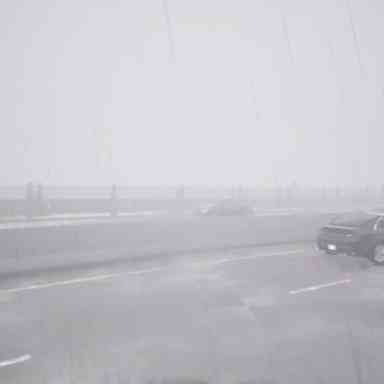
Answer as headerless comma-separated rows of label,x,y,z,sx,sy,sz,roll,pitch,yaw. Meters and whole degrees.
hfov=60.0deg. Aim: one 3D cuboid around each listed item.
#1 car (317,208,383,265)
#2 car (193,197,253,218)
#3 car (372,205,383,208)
car,6.484,1.464,11.457,4.892,1.490,1.837,0,0,-28
car,2.330,1.243,25.201,4.553,1.767,2.097,0,0,-25
car,17.305,1.385,27.593,5.008,1.535,1.882,0,0,-17
